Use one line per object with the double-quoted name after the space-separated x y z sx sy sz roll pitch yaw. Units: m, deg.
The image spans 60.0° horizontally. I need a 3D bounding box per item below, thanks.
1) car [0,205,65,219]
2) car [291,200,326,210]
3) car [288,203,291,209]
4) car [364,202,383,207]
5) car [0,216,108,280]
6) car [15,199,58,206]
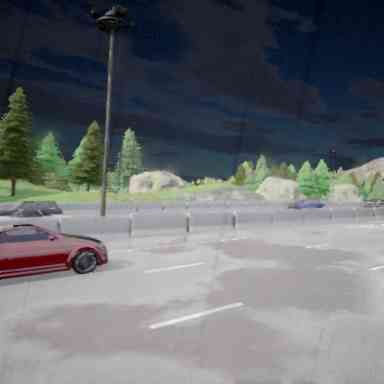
-9.510 1.607 18.699 4.718 1.301 1.895 0 0 -35 "car"
16.416 1.841 45.741 5.008 1.535 1.882 1 -1 -35 "car"
16.560 1.915 50.121 4.892 1.490 1.837 1 0 -35 "car"
27.096 2.137 48.989 4.181 1.385 1.994 2 -1 -35 "car"
-4.490 1.567 9.143 4.181 1.385 1.994 0 0 -35 "car"
-10.883 1.361 22.015 4.553 1.767 2.097 0 0 -35 "car"
